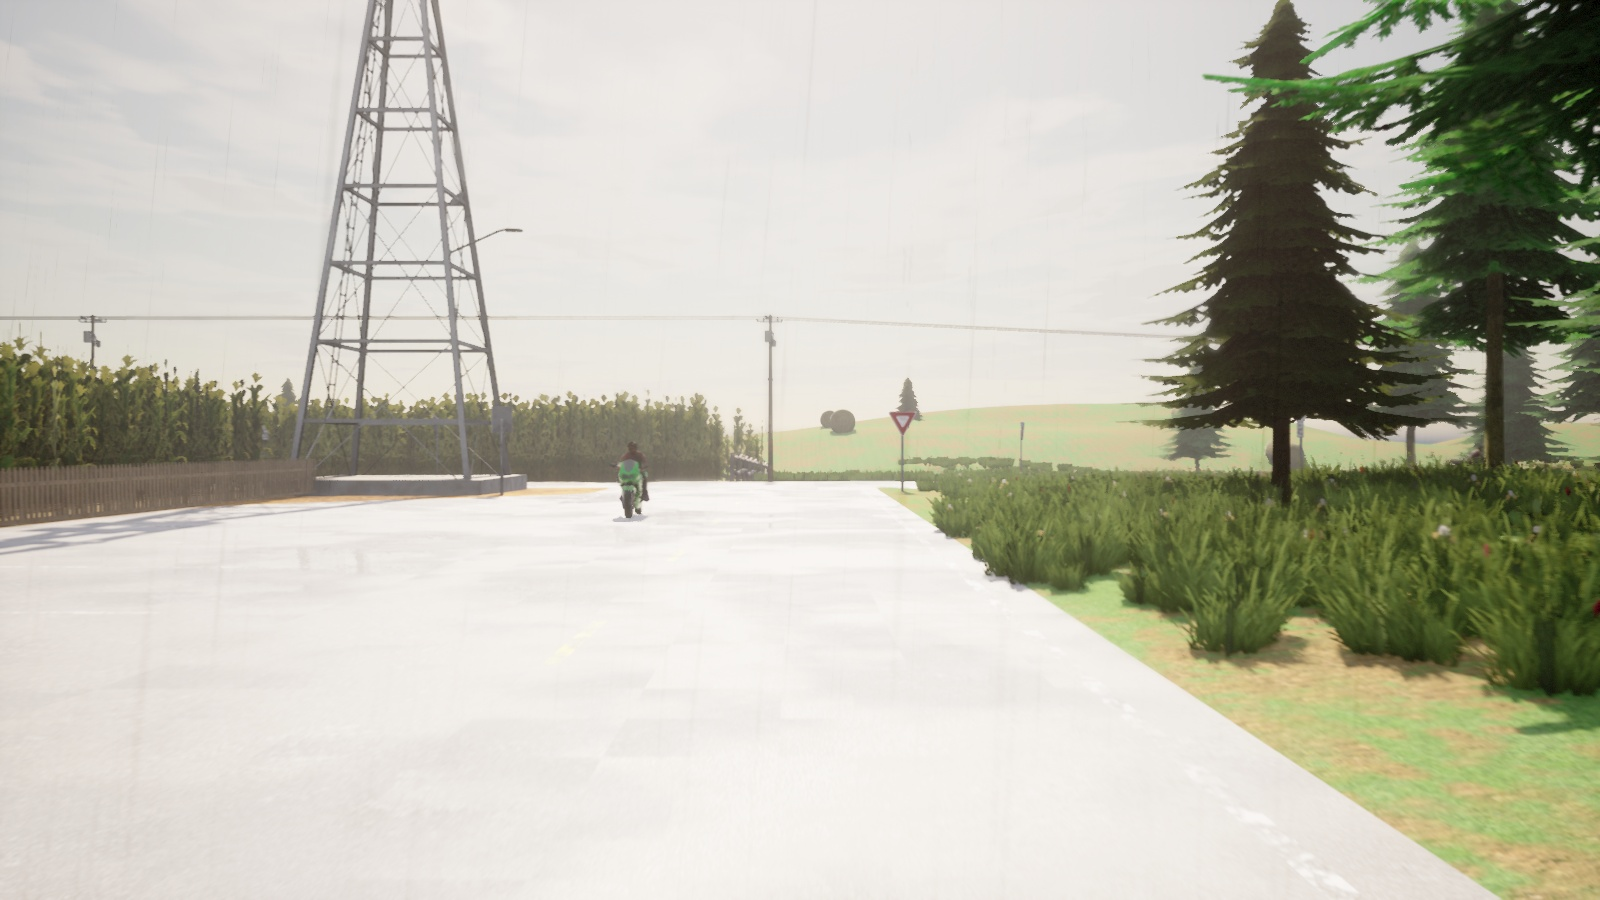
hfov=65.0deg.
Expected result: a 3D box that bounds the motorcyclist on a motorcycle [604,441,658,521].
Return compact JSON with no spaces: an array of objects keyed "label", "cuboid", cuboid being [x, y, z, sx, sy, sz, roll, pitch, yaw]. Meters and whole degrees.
[{"label":"motorcyclist on a motorcycle","cuboid":[-3.342,0.585,25.042,0.797,1.523,2.044,0,0,0]}]
